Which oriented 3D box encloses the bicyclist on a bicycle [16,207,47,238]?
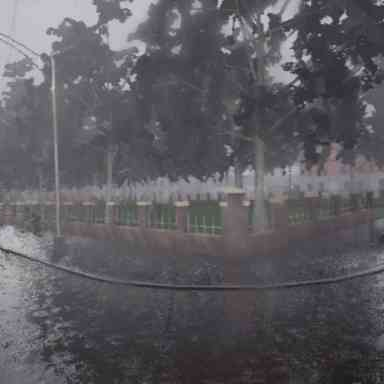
[{"bbox_3d":[-8.795,1.654,18.219,1.656,1.620,0.582,-2,0,-45],"label":"bicyclist on a bicycle"}]
